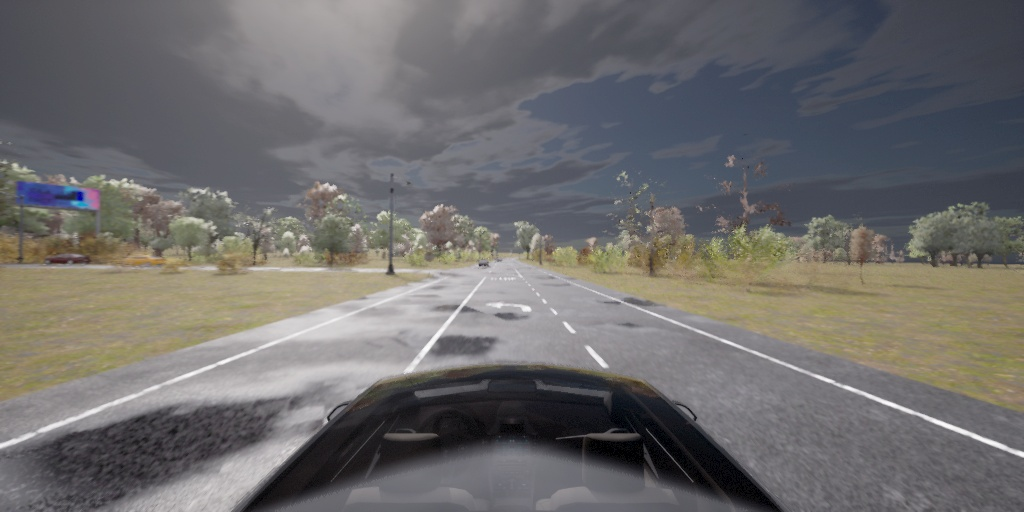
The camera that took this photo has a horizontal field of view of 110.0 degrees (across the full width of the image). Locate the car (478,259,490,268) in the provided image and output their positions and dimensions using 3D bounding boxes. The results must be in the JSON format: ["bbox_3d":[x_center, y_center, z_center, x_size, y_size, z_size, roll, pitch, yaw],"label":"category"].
[{"bbox_3d":[-4.936,1.313,63.040,2.033,1.411,5.357,1,0,-2],"label":"car"}]
